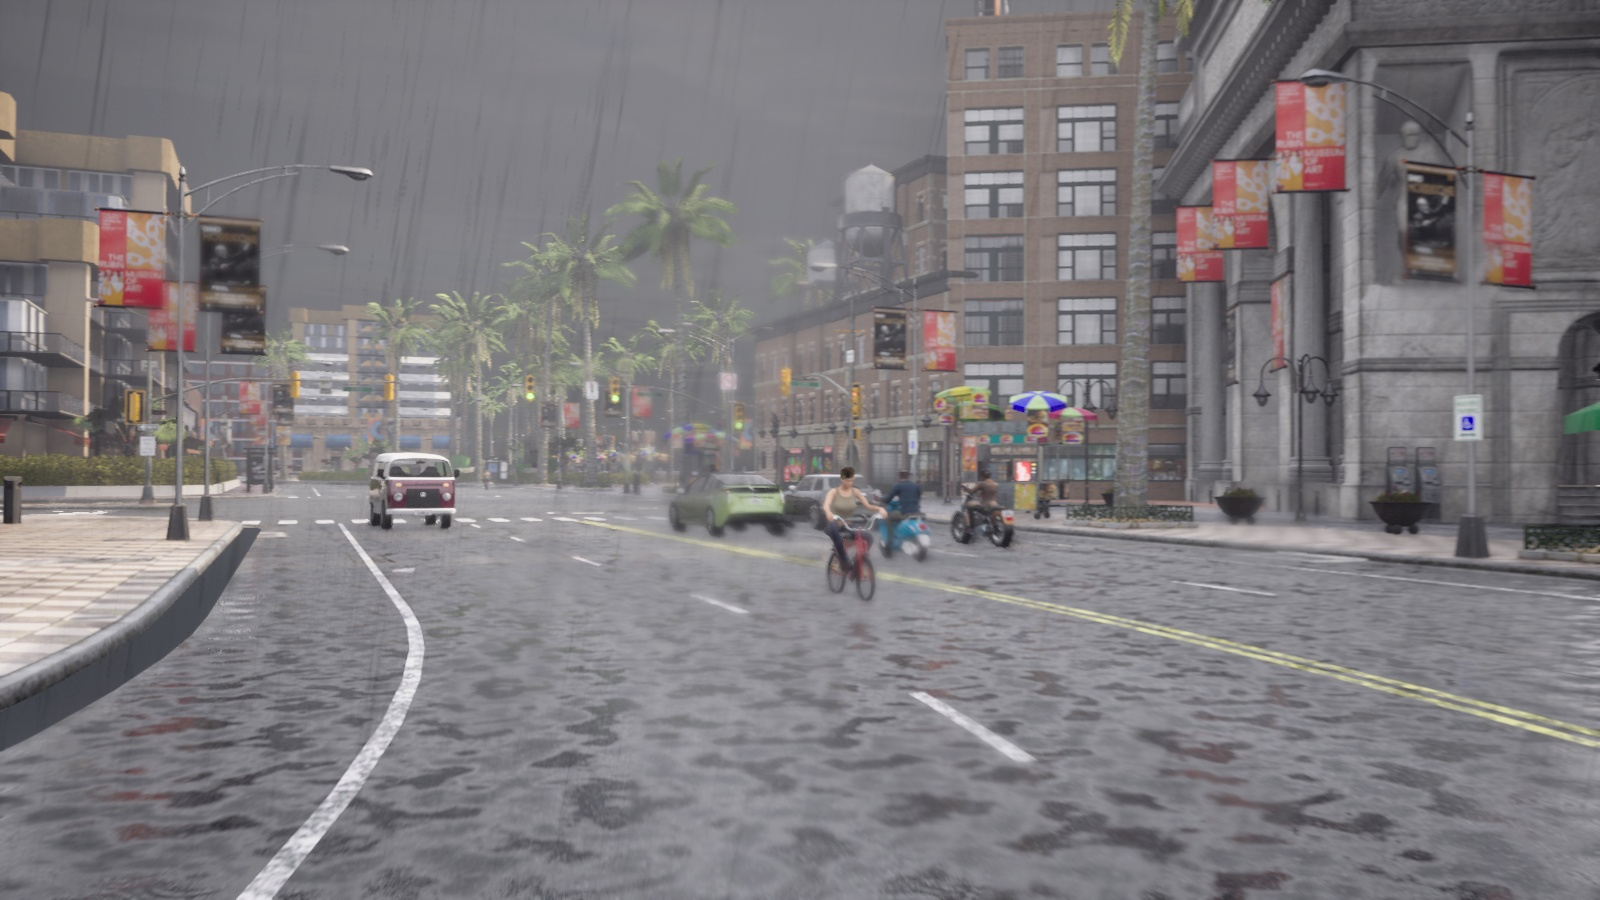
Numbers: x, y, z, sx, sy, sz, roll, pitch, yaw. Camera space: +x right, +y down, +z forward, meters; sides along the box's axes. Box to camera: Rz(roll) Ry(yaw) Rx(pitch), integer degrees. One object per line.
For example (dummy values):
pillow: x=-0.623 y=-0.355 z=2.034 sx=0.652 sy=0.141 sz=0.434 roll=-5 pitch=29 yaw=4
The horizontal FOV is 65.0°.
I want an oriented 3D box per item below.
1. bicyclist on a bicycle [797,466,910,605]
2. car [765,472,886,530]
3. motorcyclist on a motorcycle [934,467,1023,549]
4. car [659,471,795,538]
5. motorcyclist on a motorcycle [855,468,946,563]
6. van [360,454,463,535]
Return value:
bicyclist on a bicycle: x=0.631 y=1.007 z=15.481 sx=0.866 sy=1.612 sz=1.509 roll=0 pitch=-1 yaw=-20
car: x=0.623 y=1.354 z=34.427 sx=1.970 sy=1.475 sz=3.806 roll=0 pitch=-1 yaw=-22
motorcyclist on a motorcycle: x=3.750 y=1.192 z=26.620 sx=0.766 sy=1.649 sz=2.350 roll=0 pitch=-1 yaw=-22
car: x=-1.915 y=1.298 z=31.421 sx=2.007 sy=1.525 sz=4.514 roll=0 pitch=-1 yaw=-22
motorcyclist on a motorcycle: x=1.755 y=1.131 z=22.177 sx=0.866 sy=1.590 sz=1.817 roll=0 pitch=-1 yaw=-22
van: x=-10.612 y=1.163 z=34.092 sx=2.069 sy=2.038 sz=4.480 roll=0 pitch=-1 yaw=-25
